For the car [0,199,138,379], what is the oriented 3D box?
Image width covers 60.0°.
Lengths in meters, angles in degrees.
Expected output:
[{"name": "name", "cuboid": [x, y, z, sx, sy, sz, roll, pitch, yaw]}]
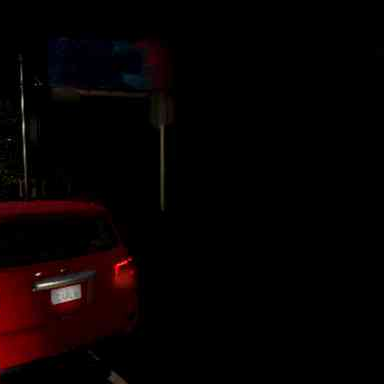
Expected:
[{"name": "car", "cuboid": [-3.054, 1.152, 5.470, 2.150, 2.045, 5.566, -3, 2, -41]}]
